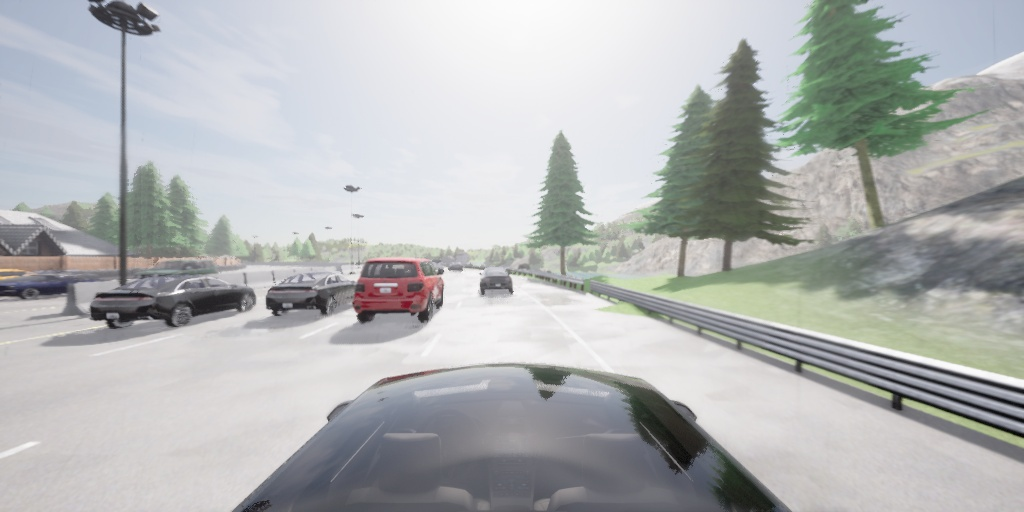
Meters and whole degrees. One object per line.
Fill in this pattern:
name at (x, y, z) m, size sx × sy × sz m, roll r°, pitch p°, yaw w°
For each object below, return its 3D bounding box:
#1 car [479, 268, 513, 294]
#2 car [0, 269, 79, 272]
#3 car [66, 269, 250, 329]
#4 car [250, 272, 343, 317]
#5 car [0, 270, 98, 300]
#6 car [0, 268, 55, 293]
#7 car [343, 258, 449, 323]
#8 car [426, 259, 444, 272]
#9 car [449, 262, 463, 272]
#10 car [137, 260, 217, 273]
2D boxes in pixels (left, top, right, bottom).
car at (-1.014, 1.430, 21.680) m, size 1.812 × 1.442 × 4.674 m, roll 0°, pitch 0°, yaw -6°
car at (-29.740, 1.591, 23.199) m, size 2.128 × 1.511 × 4.902 m, roll 0°, pitch 0°, yaw -8°
car at (-10.747, 1.386, 11.937) m, size 2.128 × 1.511 × 4.902 m, roll 0°, pitch 0°, yaw -4°
car at (-7.366, 1.380, 13.901) m, size 2.128 × 1.511 × 4.902 m, roll 0°, pitch 0°, yaw -4°
car at (-25.728, 1.649, 19.774) m, size 1.895 × 1.301 × 4.718 m, roll 0°, pitch 0°, yaw -7°
car at (-33.243, 1.598, 23.001) m, size 1.882 × 1.535 × 5.008 m, roll 0°, pitch 0°, yaw -9°
car at (-3.765, 1.080, 12.854) m, size 2.150 × 2.045 × 5.566 m, roll 0°, pitch 0°, yaw -4°
car at (-12.278, 1.457, 56.733) m, size 2.150 × 2.045 × 5.566 m, roll 0°, pitch -1°, yaw -19°
car at (-9.253, 1.718, 58.162) m, size 2.128 × 1.511 × 4.902 m, roll 0°, pitch -1°, yaw -19°
car at (-22.873, 1.287, 24.685) m, size 2.150 × 2.045 × 5.566 m, roll 0°, pitch 0°, yaw -9°
